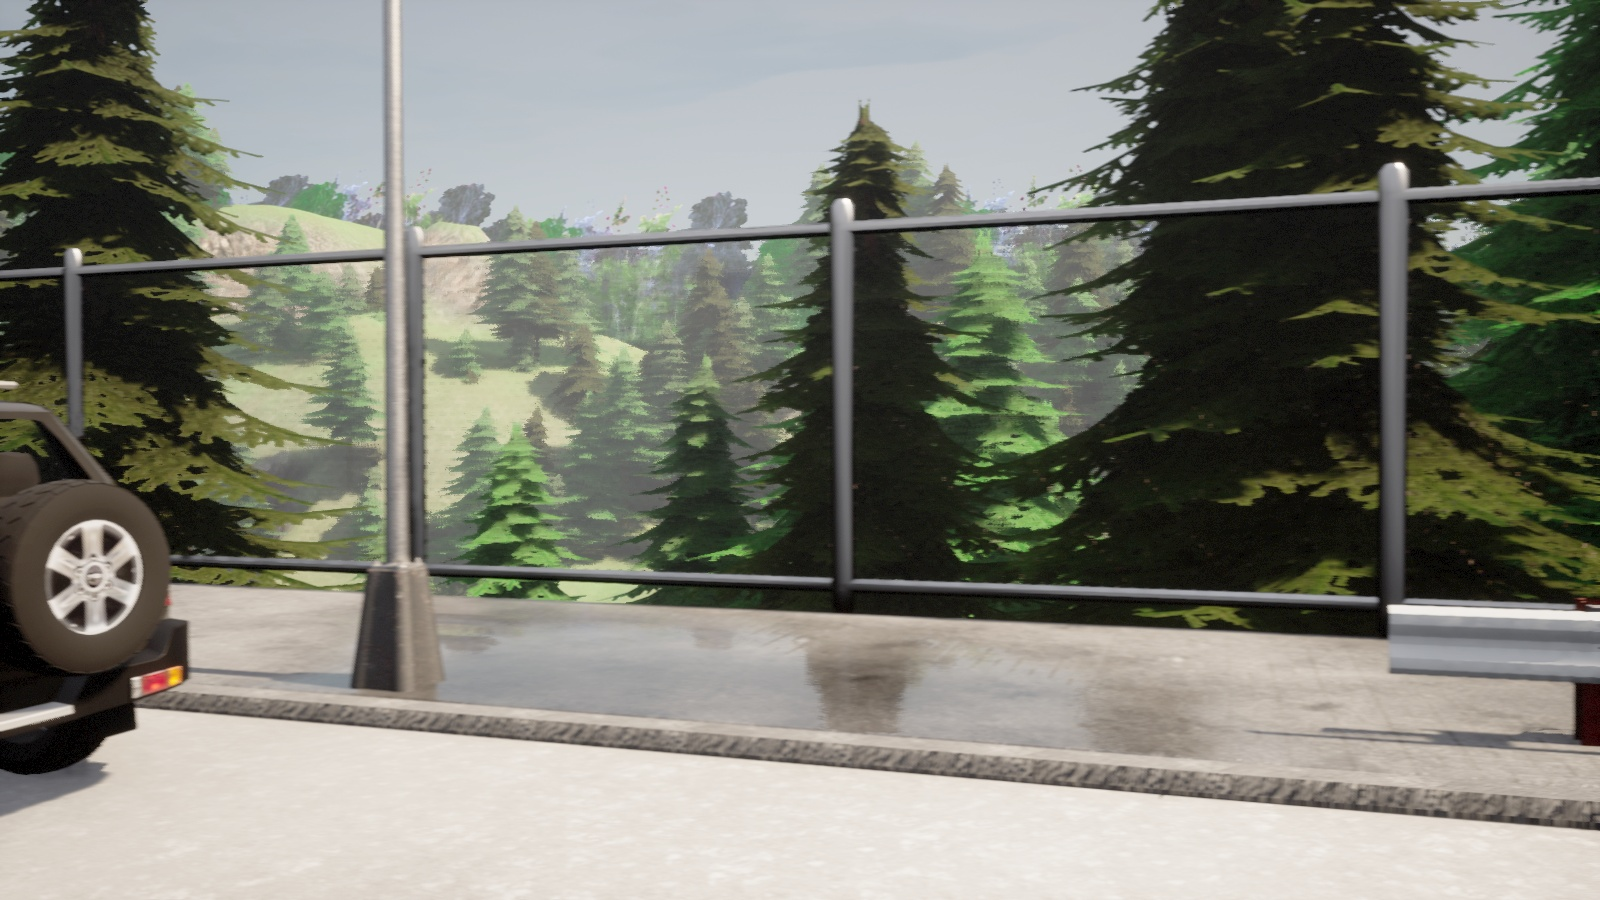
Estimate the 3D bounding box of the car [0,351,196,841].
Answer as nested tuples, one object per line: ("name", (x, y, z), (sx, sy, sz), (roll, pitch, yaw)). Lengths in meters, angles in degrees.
("car", (-5.216, 0.534, 5.464), (4.605, 1.855, 1.932), (1, 1, 18))
